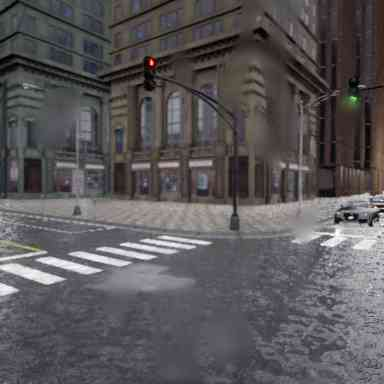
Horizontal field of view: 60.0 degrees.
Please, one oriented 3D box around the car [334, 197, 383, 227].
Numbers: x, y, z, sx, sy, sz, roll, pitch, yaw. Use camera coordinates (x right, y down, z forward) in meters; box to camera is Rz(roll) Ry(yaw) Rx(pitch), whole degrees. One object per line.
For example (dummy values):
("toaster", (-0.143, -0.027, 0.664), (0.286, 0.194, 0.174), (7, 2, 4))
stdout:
("car", (9.984, 1.206, 19.999), (1.994, 1.385, 4.181), (1, 2, 36))
